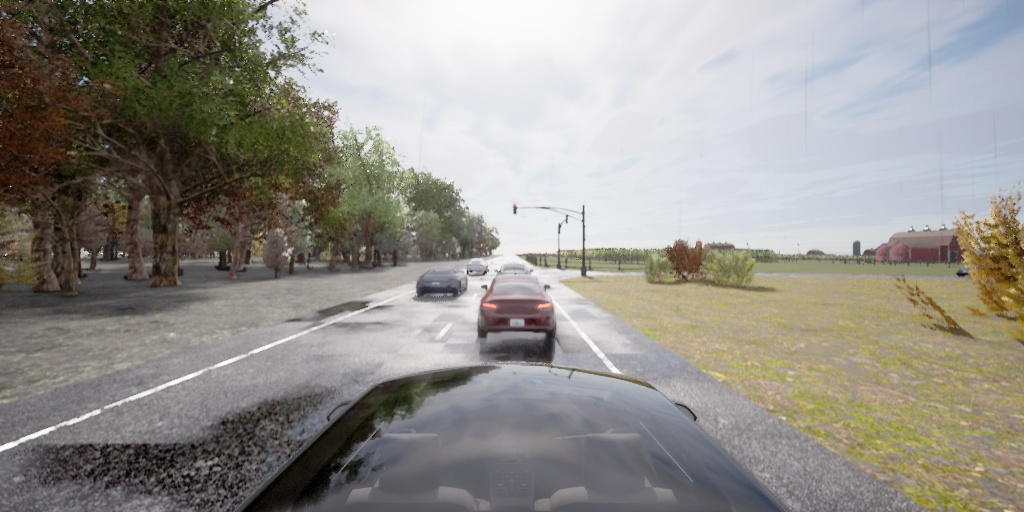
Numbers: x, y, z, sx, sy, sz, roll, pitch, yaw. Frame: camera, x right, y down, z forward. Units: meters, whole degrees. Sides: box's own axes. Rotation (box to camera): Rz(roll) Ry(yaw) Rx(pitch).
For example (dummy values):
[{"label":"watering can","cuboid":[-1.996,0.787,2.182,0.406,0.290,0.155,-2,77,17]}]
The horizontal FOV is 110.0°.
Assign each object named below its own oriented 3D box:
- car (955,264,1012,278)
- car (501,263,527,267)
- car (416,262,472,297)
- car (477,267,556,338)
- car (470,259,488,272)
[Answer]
[{"label":"car","cuboid":[48.943,1.549,37.138,4.181,1.385,1.994,1,0,0]},{"label":"car","cuboid":[0.104,1.114,19.039,1.837,1.490,4.892,0,0,0]},{"label":"car","cuboid":[-3.395,1.181,17.987,1.994,1.385,4.181,0,0,0]},{"label":"car","cuboid":[0.111,1.210,9.777,1.812,1.442,4.674,0,0,0]},{"label":"car","cuboid":[-3.390,1.001,35.264,1.812,1.442,4.674,0,1,0]}]
